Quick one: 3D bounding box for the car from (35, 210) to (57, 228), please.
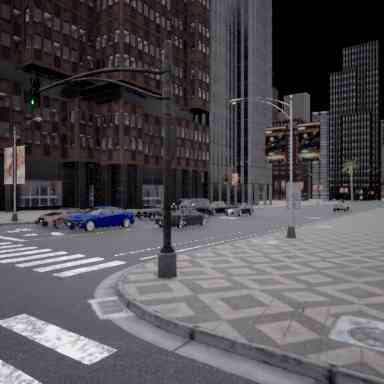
[{"bbox_3d":[-8.951,1.794,23.922,1.994,1.385,4.181,0,-1,36],"label":"car"}]

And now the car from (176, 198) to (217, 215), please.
[{"bbox_3d":[-0.312,1.607,30.543,2.150,2.045,5.566,0,-1,35],"label":"car"}]

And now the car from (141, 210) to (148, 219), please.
[{"bbox_3d":[-3.281,1.974,31.975,1.895,1.301,4.718,0,-1,35],"label":"car"}]

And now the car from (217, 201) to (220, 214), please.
[{"bbox_3d":[2.542,1.872,40.226,2.097,1.767,4.553,0,-1,35],"label":"car"}]

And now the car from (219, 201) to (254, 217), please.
[{"bbox_3d":[5.612,2.027,38.935,2.128,1.511,4.902,0,-1,35],"label":"car"}]

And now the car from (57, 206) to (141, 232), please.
[{"bbox_3d":[-6.086,1.718,22.350,1.882,1.535,5.008,0,-1,35],"label":"car"}]

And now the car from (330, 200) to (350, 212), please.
[{"bbox_3d":[24.183,2.430,53.678,2.033,1.411,5.357,0,-1,34],"label":"car"}]

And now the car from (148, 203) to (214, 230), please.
[{"bbox_3d":[-0.636,1.816,24.097,1.837,1.490,4.892,0,-1,35],"label":"car"}]
